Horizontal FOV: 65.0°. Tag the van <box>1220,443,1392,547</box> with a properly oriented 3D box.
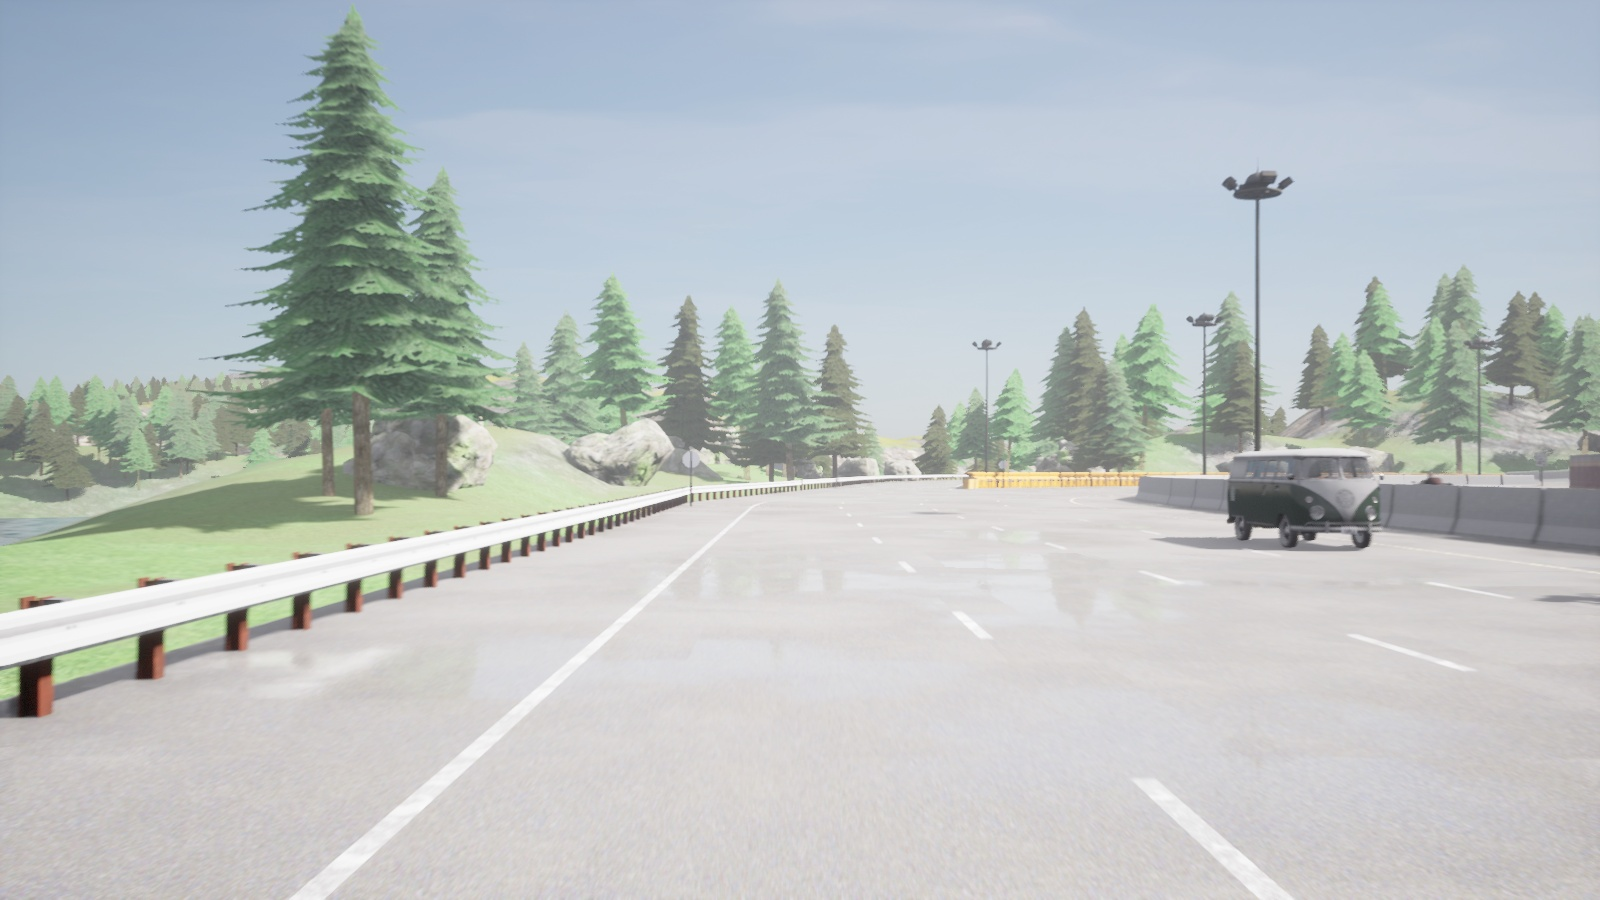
[{"bbox_3d":[10.428,0.895,26.253,1.775,1.987,4.442,0,-1,0],"label":"van"}]
